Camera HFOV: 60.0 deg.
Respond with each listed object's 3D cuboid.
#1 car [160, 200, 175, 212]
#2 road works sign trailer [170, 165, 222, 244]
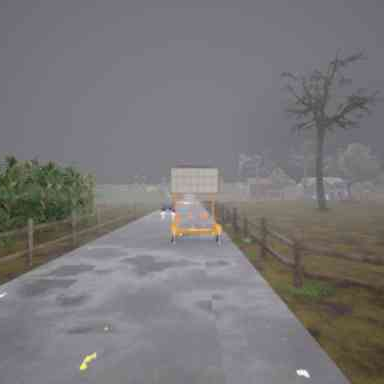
[{"bbox_3d":[-2.836,1.723,41.354,2.033,1.411,5.357,0,0,0],"label":"car"},{"bbox_3d":[0.114,0.510,16.109,2.380,3.560,2.880,0,0,-5],"label":"road works sign trailer"}]
